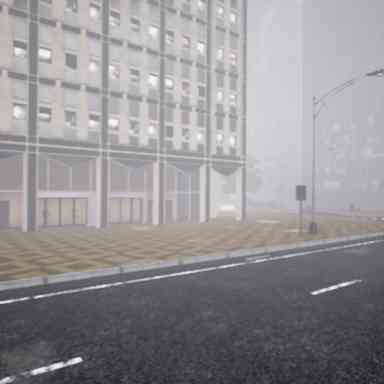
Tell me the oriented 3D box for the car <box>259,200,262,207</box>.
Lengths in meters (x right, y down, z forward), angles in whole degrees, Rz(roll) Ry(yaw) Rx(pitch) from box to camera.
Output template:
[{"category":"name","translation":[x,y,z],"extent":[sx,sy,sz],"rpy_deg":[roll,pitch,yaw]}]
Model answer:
[{"category":"car","translation":[14.580,2.410,69.972],"extent":[1.812,1.442,4.674],"rpy_deg":[0,-1,-8]}]

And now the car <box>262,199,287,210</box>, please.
[{"category":"car","translation":[13.704,2.029,54.359],"extent":[2.097,1.767,4.553],"rpy_deg":[0,-1,-8]}]

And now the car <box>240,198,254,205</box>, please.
[{"category":"car","translation":[13.173,2.270,79.876],"extent":[2.097,1.767,4.553],"rpy_deg":[0,-1,-8]}]

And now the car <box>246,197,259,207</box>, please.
[{"category":"car","translation":[11.610,2.068,69.567],"extent":[2.150,2.045,5.566],"rpy_deg":[0,-1,-8]}]
